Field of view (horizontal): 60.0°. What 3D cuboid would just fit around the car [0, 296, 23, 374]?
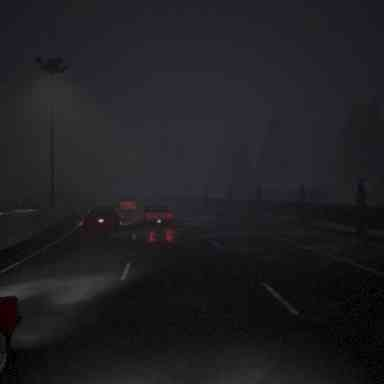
[{"bbox_3d":[-3.162,1.608,2.377,1.895,1.301,4.718,0,0,-2],"label":"car"}]

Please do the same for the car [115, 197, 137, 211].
[{"bbox_3d":[-8.079,1.391,40.033,2.097,1.767,4.553,0,0,-22],"label":"car"}]

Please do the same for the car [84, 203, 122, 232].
[{"bbox_3d":[-5.524,1.586,20.573,1.994,1.385,4.181,0,0,-12],"label":"car"}]

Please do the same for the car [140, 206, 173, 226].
[{"bbox_3d":[-2.665,1.619,23.849,1.895,1.301,4.718,0,0,-13],"label":"car"}]
